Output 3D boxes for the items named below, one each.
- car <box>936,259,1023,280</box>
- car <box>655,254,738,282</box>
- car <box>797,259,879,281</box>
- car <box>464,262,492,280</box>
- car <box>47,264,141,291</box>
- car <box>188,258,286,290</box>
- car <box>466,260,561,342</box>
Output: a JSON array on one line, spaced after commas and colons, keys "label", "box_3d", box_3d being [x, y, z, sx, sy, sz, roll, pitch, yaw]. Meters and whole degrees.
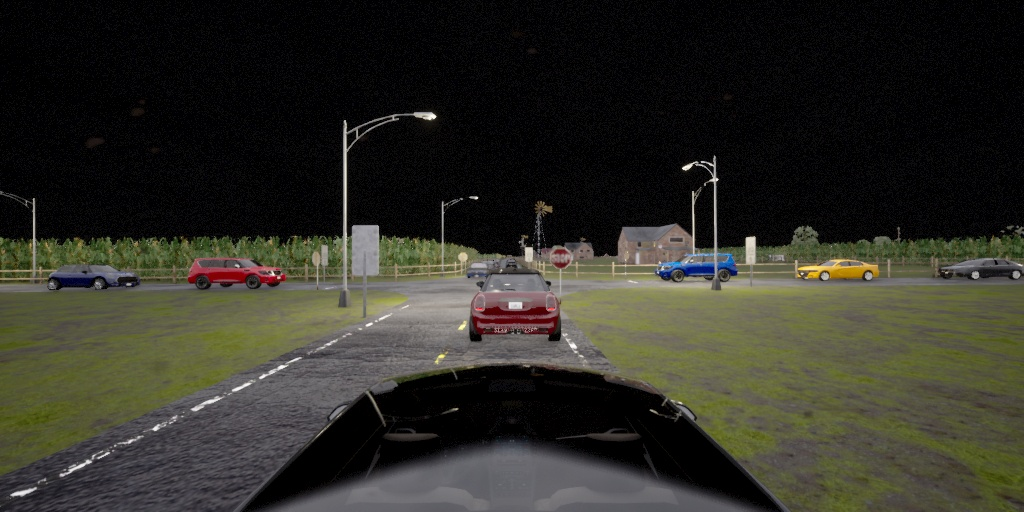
[{"label": "car", "box_3d": [34.233, 0.949, 26.230, 4.892, 1.490, 1.837, -1, 0, 0]}, {"label": "car", "box_3d": [13.564, 0.851, 26.519, 5.566, 2.045, 2.150, -1, 0, 0]}, {"label": "car", "box_3d": [23.871, 1.014, 26.377, 5.008, 1.535, 1.882, -1, 0, 1]}, {"label": "car", "box_3d": [-2.952, 1.311, 32.601, 2.033, 1.411, 5.357, 0, 0, 0]}, {"label": "car", "box_3d": [-28.006, 1.346, 24.142, 4.553, 1.767, 2.097, -1, 0, 1]}, {"label": "car", "box_3d": [-18.350, 1.127, 24.010, 5.566, 2.045, 2.150, -1, 0, 1]}, {"label": "car", "box_3d": [0.058, 1.103, 9.982, 2.097, 1.767, 4.553, 0, 0, -1]}]
